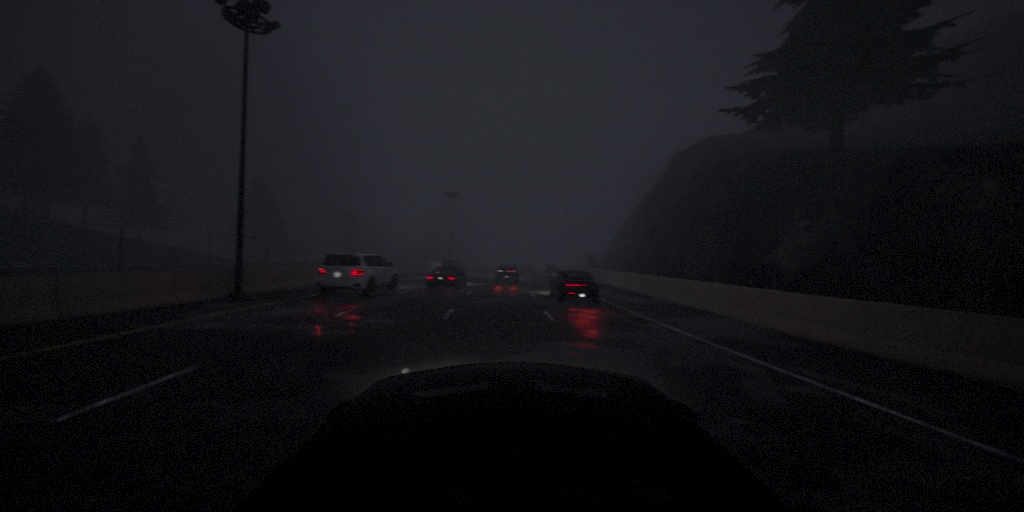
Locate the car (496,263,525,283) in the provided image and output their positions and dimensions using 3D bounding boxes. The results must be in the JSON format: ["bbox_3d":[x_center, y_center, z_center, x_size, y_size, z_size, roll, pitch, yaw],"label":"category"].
[{"bbox_3d":[-0.258,1.425,30.230,2.128,1.511,4.902,1,0,4],"label":"car"}]

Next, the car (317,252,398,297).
[{"bbox_3d":[-7.538,0.868,18.106,2.150,2.045,5.566,1,0,0],"label":"car"}]

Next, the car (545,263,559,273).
[{"bbox_3d":[6.070,1.795,53.838,1.812,1.442,4.674,1,0,11],"label":"car"}]

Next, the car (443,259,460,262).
[{"bbox_3d":[-6.484,1.170,39.492,2.097,1.767,4.553,2,0,6],"label":"car"}]

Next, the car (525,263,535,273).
[{"bbox_3d":[2.286,1.680,52.572,1.812,1.442,4.674,1,0,11],"label":"car"}]

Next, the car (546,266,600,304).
[{"bbox_3d":[3.024,1.450,17.955,1.837,1.490,4.892,1,0,-1],"label":"car"}]

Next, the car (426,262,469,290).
[{"bbox_3d":[-3.990,1.326,22.837,2.033,1.411,5.357,2,0,2],"label":"car"}]
